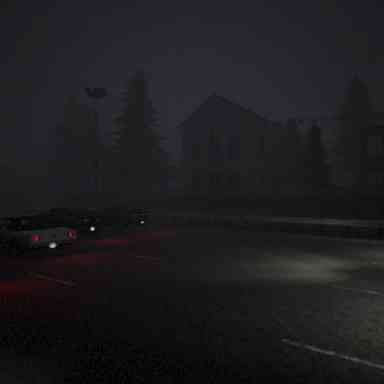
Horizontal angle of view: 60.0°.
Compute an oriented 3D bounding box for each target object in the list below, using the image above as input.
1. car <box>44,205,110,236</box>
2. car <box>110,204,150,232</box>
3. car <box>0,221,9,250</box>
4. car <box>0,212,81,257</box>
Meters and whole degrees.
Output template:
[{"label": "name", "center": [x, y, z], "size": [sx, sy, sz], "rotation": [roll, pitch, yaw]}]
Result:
[{"label": "car", "center": [-6.757, 1.519, 17.414], "size": [4.892, 1.490, 1.837], "rotation": [0, 0, 36]}, {"label": "car", "center": [-4.778, 1.506, 20.304], "size": [4.902, 1.511, 2.128], "rotation": [0, 0, 36]}, {"label": "car", "center": [-7.160, 1.536, 9.104], "size": [4.674, 1.442, 1.812], "rotation": [0, 0, 36]}, {"label": "car", "center": [-6.751, 1.613, 13.110], "size": [4.718, 1.301, 1.895], "rotation": [0, 0, 36]}]
